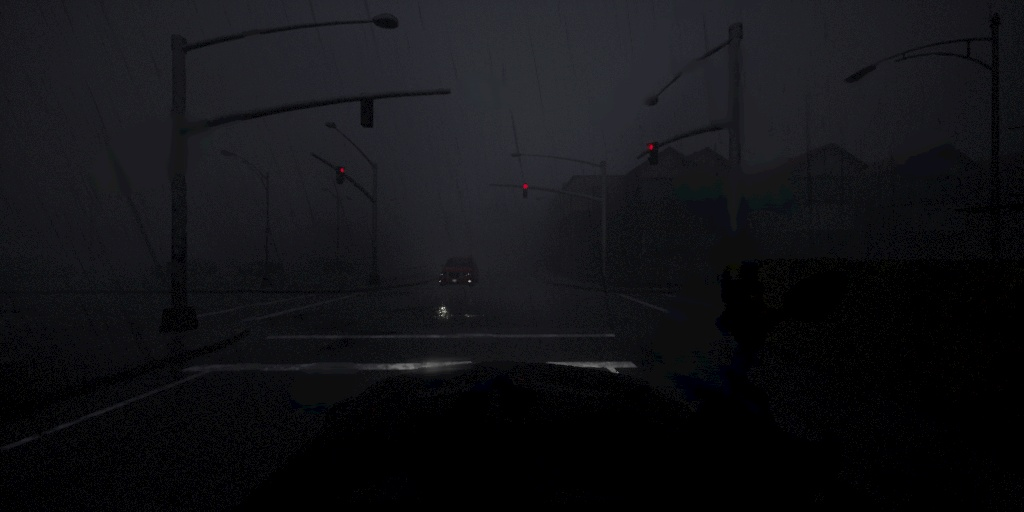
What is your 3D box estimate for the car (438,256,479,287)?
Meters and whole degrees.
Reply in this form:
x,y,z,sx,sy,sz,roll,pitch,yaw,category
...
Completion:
x,y,z,sx,sy,sz,roll,pitch,yaw,category
-3.512,1.068,24.610,2.150,2.045,5.566,0,1,0,car
